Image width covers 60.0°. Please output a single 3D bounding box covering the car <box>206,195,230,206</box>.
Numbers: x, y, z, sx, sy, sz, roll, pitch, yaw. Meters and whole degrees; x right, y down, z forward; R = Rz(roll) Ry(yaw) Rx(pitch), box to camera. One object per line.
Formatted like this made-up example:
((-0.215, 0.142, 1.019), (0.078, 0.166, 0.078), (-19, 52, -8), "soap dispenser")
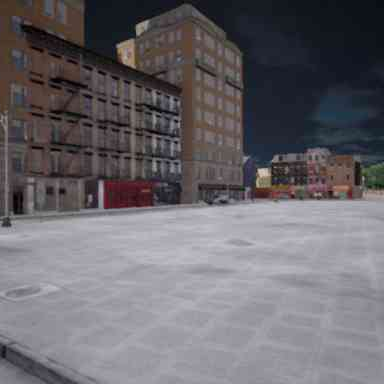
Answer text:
((4.070, 1.273, 52.495), (2.097, 1.767, 4.553), (0, 0, 36), "car")
